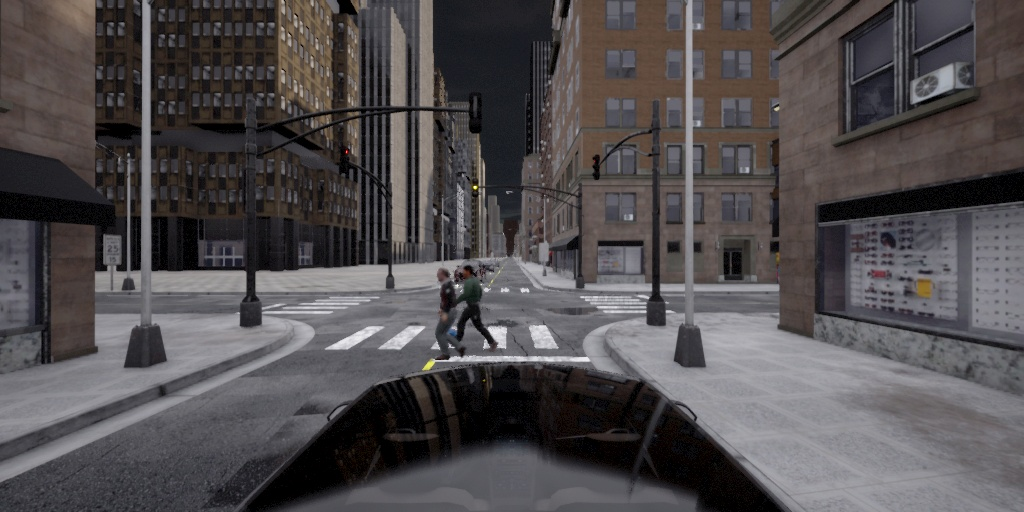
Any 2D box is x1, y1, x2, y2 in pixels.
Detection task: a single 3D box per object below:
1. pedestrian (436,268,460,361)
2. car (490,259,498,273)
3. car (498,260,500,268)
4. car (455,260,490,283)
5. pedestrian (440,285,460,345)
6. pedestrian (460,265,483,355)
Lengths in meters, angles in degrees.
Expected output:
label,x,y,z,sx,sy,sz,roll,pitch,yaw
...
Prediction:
label,x,y,z,sx,sy,sz,roll,pitch,yaw
pedestrian,-1.246,1.043,6.820,0.375,1.860,0.375,0,0,0
car,-3.180,1.295,44.346,2.033,1.411,5.357,0,0,0
car,-3.121,1.267,63.247,2.128,1.511,4.902,0,0,0
car,-3.149,1.103,28.026,2.097,1.767,4.553,0,0,0
pedestrian,-1.395,1.323,8.116,0.375,1.300,0.375,0,0,0
pedestrian,-0.862,1.045,7.516,0.375,1.860,0.375,0,0,0
